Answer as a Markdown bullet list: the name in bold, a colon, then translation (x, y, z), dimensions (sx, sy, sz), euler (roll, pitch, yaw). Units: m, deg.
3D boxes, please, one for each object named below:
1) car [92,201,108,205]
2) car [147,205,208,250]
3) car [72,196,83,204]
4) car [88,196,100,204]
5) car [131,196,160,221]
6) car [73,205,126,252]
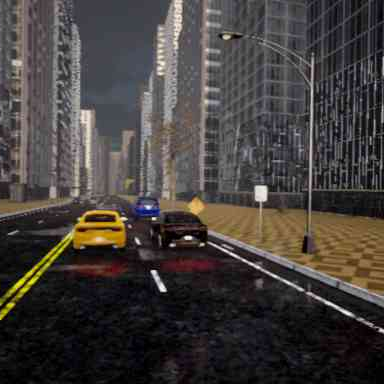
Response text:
- **car**: translation (-7.263, 1.713, 28.453), dimensions (1.895, 1.301, 4.718), euler (1, 0, -13)
- **car**: translation (-0.701, 1.578, 14.984), dimensions (1.882, 1.535, 5.008), euler (1, 0, -13)
- **car**: translation (-23.297, 1.686, 67.640), dimensions (1.837, 1.490, 4.892), euler (1, 0, -13)
- **car**: translation (-20.141, 1.588, 68.425), dimensions (2.097, 1.767, 4.553), euler (1, 0, -13)
- **car**: translation (-4.082, 1.375, 29.145), dimensions (2.150, 2.045, 5.566), euler (1, 0, -13)
- **car**: translation (-3.862, 1.531, 14.228), dimensions (1.882, 1.535, 5.008), euler (1, 0, -13)
